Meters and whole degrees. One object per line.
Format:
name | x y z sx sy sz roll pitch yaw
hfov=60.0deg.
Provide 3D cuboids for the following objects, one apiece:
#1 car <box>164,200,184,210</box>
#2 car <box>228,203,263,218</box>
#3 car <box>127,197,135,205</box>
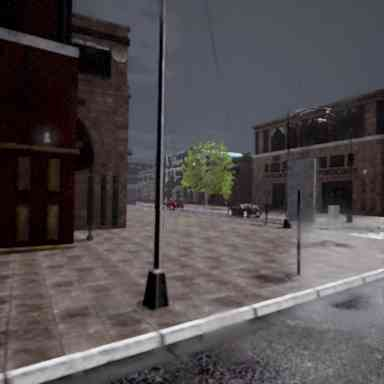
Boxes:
car | -2.686 1.834 48.916 1.887 1.381 4.507 2 -1 -27
car | 5.253 1.813 33.368 2.008 1.369 4.403 2 -1 -27
car | -12.975 1.735 63.707 1.882 1.535 5.008 2 -1 -27
